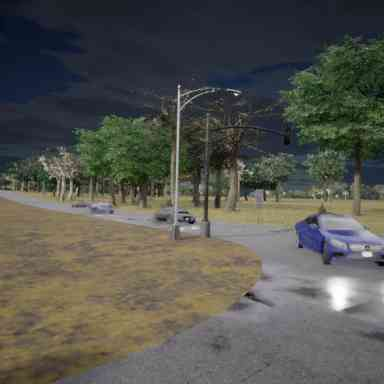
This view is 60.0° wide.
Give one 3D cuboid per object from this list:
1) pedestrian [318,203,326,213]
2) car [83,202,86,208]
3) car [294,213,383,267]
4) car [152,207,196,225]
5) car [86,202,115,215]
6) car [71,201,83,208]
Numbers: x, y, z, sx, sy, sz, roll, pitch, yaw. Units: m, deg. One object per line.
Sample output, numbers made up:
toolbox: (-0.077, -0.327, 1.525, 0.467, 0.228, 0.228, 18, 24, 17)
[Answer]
pedestrian: (9.301, 1.717, 23.824, 0.375, 1.860, 0.375, 1, -1, -34)
car: (-15.823, 2.255, 54.466, 1.994, 1.385, 4.181, 3, -2, -35)
car: (4.925, 1.492, 11.539, 1.812, 1.442, 4.674, 2, 0, 1)
car: (-1.459, 1.840, 26.241, 1.994, 1.385, 4.181, 3, -2, -34)
car: (-11.068, 1.979, 40.675, 1.812, 1.442, 4.674, 3, -2, -34)
car: (-21.382, 2.310, 62.776, 1.994, 1.385, 4.181, 3, -2, -34)
